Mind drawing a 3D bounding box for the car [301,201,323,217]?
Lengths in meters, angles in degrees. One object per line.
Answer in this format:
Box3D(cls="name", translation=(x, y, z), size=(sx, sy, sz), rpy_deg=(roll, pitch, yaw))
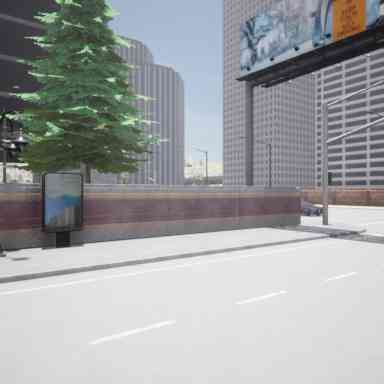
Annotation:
Box3D(cls="car", translation=(10.475, 1.564, 31.923), size=(1.994, 1.385, 4.181), rpy_deg=(0, 0, -35))
